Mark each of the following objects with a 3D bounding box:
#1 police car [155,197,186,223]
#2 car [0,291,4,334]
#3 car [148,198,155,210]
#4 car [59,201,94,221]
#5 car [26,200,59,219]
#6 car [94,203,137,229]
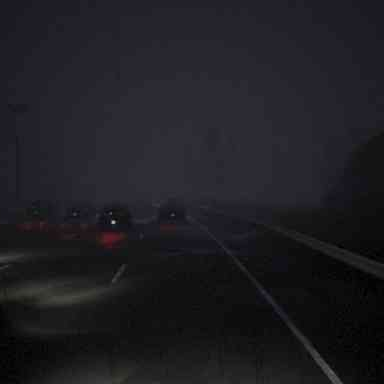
[{"bbox_3d":[-1.574,1.345,24.783,1.930,1.638,5.238,0,0,-7],"label":"police car"},{"bbox_3d":[-3.507,1.475,2.590,1.882,1.535,5.008,0,0,-1],"label":"car"},{"bbox_3d":[-4.284,1.396,41.407,1.812,1.442,4.674,0,0,-11],"label":"car"},{"bbox_3d":[-8.866,1.453,26.605,1.812,1.442,4.674,0,0,-8],"label":"car"},{"bbox_3d":[-12.686,1.419,28.648,2.128,1.511,4.902,0,0,-8],"label":"car"},{"bbox_3d":[-4.686,1.443,21.147,1.837,1.490,4.892,0,0,-6],"label":"car"}]
